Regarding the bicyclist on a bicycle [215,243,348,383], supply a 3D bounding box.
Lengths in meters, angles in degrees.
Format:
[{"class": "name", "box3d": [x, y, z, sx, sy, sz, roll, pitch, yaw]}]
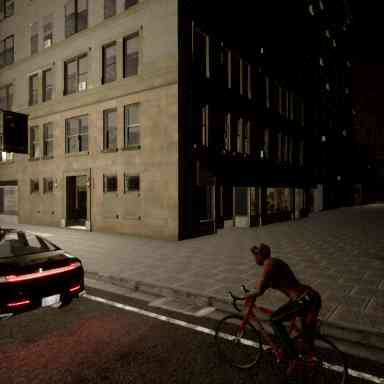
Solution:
[{"class": "bicyclist on a bicycle", "box3d": [0.972, 1.453, 3.970, 1.656, 1.620, 0.582, 0, 0, 36]}]

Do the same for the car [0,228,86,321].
[{"class": "car", "box3d": [-4.184, 1.492, 6.666, 4.902, 1.511, 2.128, 0, 0, 36]}]
